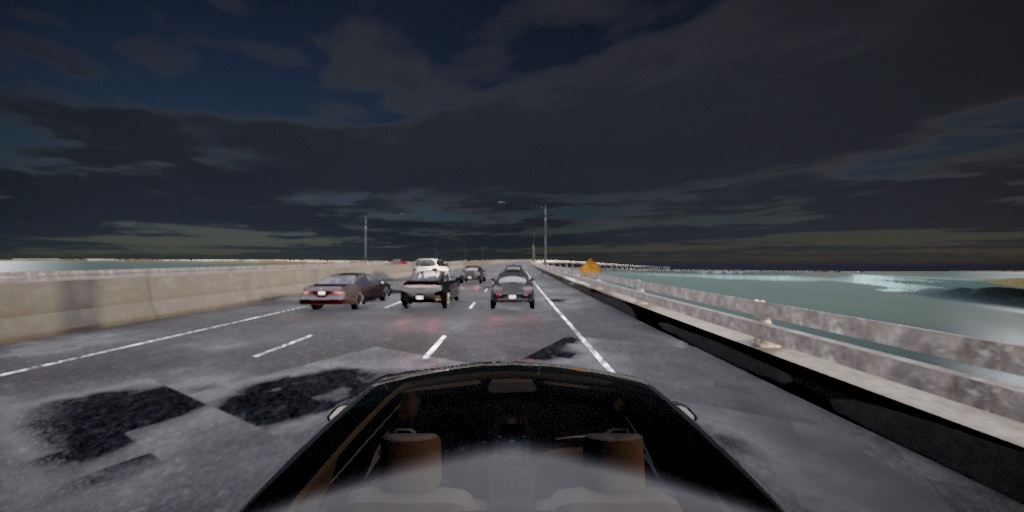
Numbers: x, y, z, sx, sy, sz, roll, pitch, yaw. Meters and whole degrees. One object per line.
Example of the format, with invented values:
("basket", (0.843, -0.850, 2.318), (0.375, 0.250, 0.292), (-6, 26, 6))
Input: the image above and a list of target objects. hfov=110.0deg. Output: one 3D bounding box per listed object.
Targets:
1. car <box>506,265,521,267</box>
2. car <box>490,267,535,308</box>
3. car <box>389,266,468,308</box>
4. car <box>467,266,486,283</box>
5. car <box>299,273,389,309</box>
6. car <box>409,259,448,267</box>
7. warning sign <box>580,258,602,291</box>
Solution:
("car", (0.153, 1.543, 30.870), (1.837, 1.490, 4.892), (0, 0, 1))
("car", (0.039, 1.416, 16.020), (1.812, 1.442, 4.674), (0, 0, 1))
("car", (-3.463, 1.383, 15.946), (2.128, 1.511, 4.902), (0, 0, 0))
("car", (-3.345, 1.561, 30.978), (1.812, 1.442, 4.674), (0, 0, 1))
("car", (-6.968, 1.434, 15.659), (2.033, 1.411, 5.357), (0, -1, 0))
("car", (-6.854, 1.249, 30.653), (2.150, 2.045, 5.566), (0, 0, 1))
("warning sign", (4.611, 1.054, 20.906), (1.300, 1.860, 1.060), (0, 0, 0))
